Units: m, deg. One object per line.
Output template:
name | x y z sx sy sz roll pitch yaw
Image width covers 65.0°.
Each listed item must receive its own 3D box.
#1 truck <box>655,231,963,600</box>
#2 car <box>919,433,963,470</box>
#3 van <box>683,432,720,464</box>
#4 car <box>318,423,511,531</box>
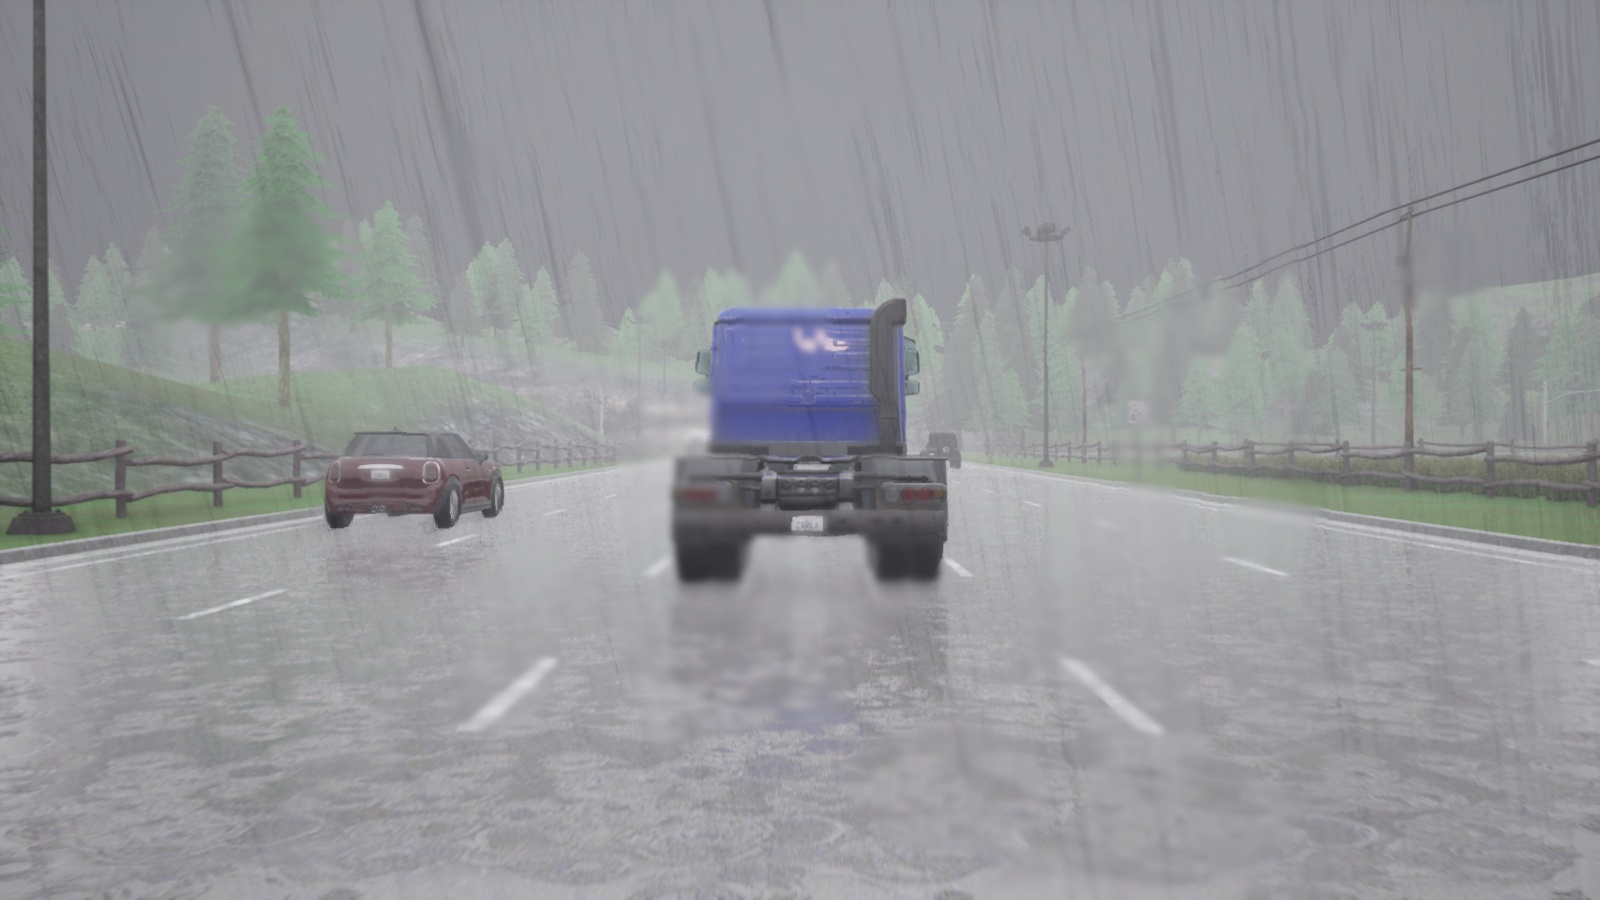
truck | 0.104 -0.354 15.762 2.891 3.462 7.936 0 0 0
car | 7.384 0.052 66.144 1.905 1.878 3.866 0 0 0
van | -6.521 -0.159 83.166 2.069 2.038 4.480 0 0 0
car | -6.857 0.427 22.911 2.097 1.767 4.553 0 0 0
